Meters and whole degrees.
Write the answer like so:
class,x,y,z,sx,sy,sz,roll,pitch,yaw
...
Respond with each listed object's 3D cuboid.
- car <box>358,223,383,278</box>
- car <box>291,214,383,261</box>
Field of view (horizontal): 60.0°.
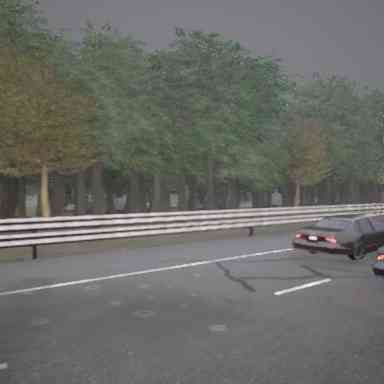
class,x,y,z,sx,sy,sz,roll,pitch,yaw
car,6.723,1.548,8.538,5.357,1.411,2.033,0,0,-35
car,5.992,1.548,12.310,5.357,1.411,2.033,0,0,-35
